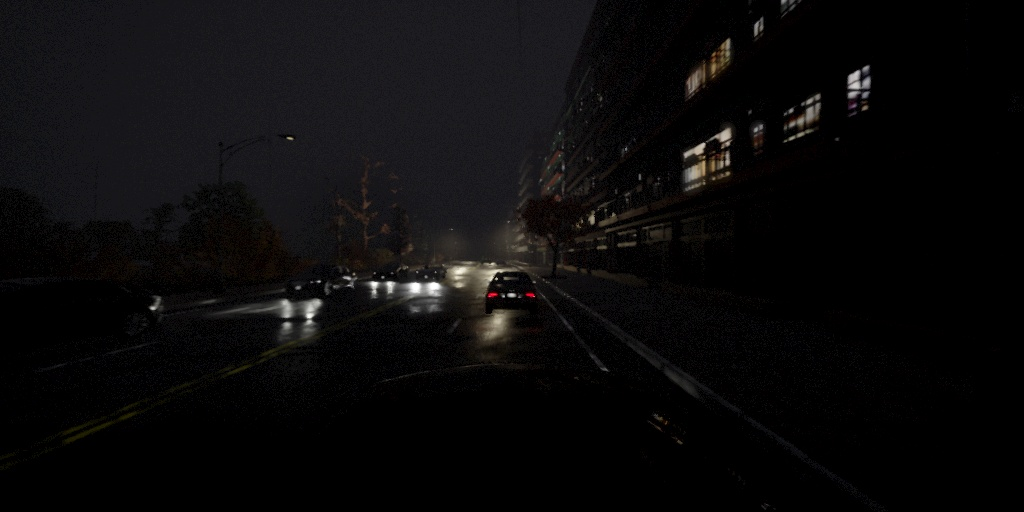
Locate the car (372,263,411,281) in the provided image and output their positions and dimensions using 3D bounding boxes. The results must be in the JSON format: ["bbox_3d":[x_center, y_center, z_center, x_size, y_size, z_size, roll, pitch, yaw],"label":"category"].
[{"bbox_3d":[-10.007,1.266,30.291,2.033,1.411,5.357,0,0,-1],"label":"car"}]

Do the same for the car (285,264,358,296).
[{"bbox_3d":[-9.923,1.208,19.053,2.128,1.511,4.902,0,0,-1],"label":"car"}]

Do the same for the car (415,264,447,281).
[{"bbox_3d":[-6.756,1.331,30.285,1.895,1.301,4.718,0,0,-1],"label":"car"}]

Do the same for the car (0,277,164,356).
[{"bbox_3d":[-9.861,1.220,7.142,1.837,1.490,4.892,0,0,0],"label":"car"}]

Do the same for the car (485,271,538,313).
[{"bbox_3d":[-0.028,1.299,13.907,2.033,1.411,5.357,0,0,0],"label":"car"}]
